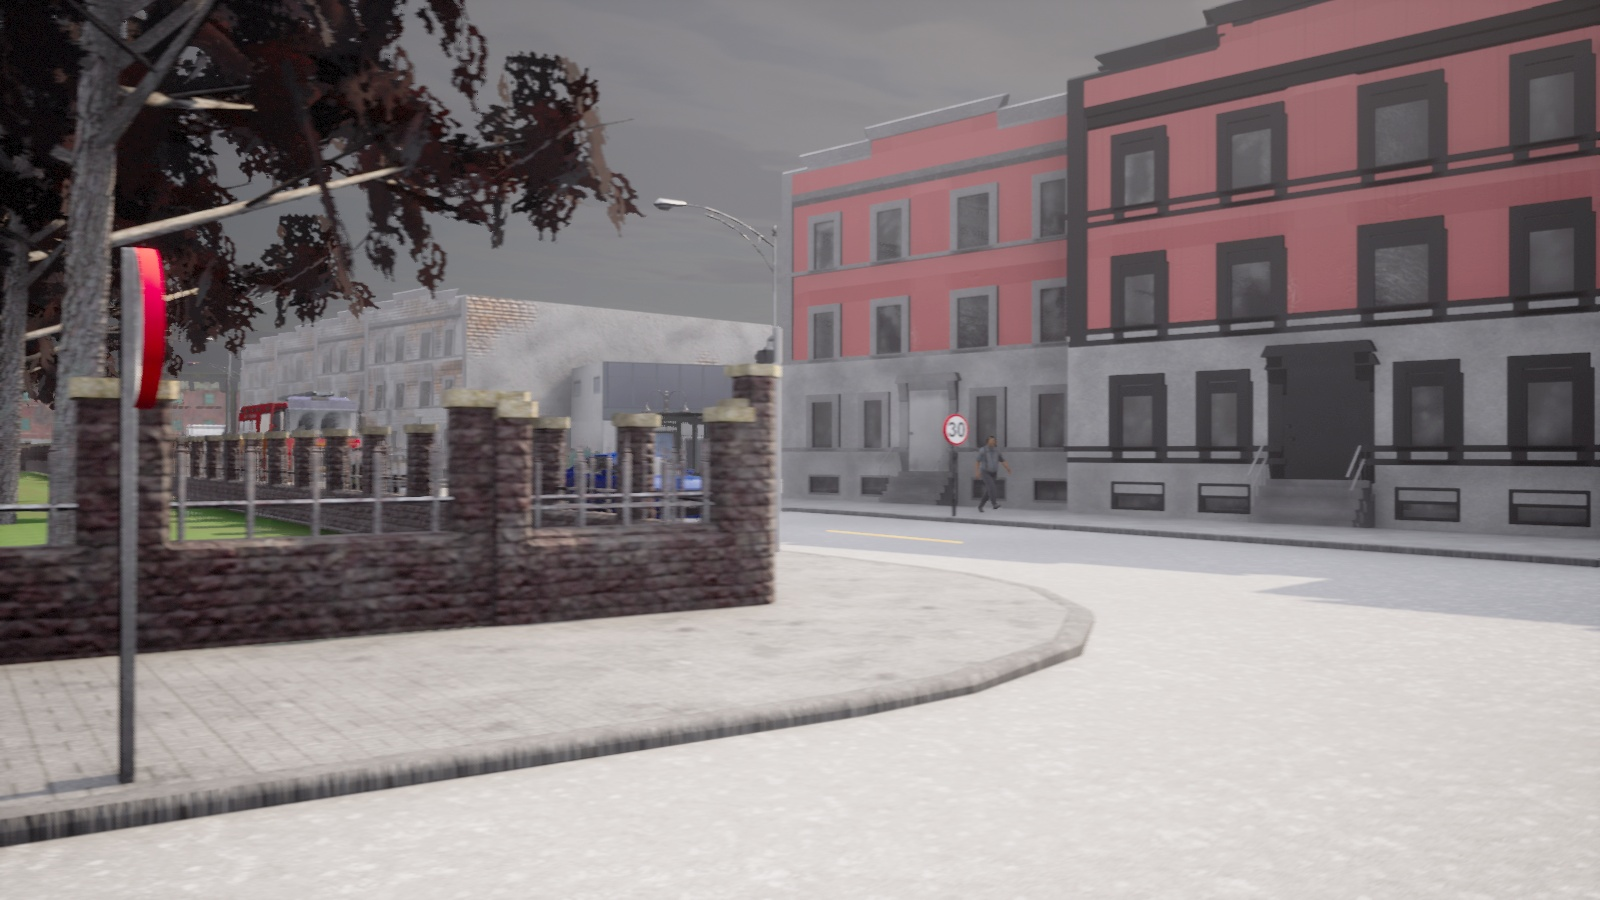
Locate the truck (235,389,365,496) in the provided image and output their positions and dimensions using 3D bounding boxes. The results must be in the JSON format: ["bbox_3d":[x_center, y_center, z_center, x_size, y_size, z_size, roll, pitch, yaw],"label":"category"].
[{"bbox_3d":[-19.879,-0.256,49.585,2.891,3.827,8.468,0,0,-35],"label":"truck"}]

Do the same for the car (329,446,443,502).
[{"bbox_3d":[-13.287,0.716,40.135,2.242,1.667,4.611,0,0,-35],"label":"car"}]

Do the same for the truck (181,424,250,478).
[{"bbox_3d":[-39.377,0.054,84.467,2.891,3.462,7.936,0,0,-35],"label":"truck"}]

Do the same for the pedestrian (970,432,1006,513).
[{"bbox_3d":[4.342,0.517,29.013,0.540,1.848,0.694,0,0,-20],"label":"pedestrian"}]

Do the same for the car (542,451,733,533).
[{"bbox_3d":[-3.500,0.794,26.121,1.882,1.535,5.008,0,0,-34],"label":"car"}]
